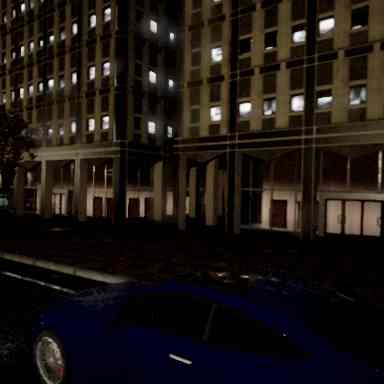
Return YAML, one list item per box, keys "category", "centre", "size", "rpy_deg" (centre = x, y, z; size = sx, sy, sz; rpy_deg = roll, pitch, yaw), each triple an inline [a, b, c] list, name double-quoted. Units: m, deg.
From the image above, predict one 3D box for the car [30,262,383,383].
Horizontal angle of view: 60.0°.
- category: "car"
  centre: [0.185, 1.526, 3.553]
  size: [4.674, 1.442, 1.812]
  rpy_deg: [0, 0, 36]
